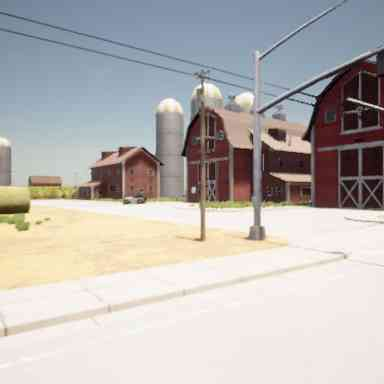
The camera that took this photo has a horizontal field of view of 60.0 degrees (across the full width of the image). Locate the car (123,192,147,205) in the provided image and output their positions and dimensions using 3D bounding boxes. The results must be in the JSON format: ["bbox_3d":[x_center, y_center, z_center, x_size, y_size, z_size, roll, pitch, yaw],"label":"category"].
[{"bbox_3d":[-9.179,1.005,53.936,3.866,1.878,1.905,-2,6,11],"label":"car"}]
